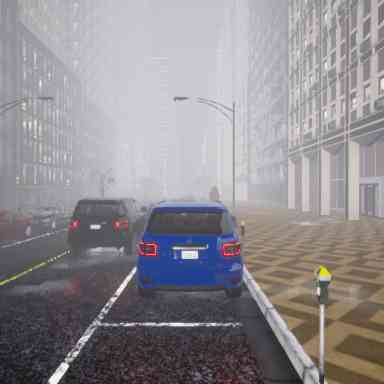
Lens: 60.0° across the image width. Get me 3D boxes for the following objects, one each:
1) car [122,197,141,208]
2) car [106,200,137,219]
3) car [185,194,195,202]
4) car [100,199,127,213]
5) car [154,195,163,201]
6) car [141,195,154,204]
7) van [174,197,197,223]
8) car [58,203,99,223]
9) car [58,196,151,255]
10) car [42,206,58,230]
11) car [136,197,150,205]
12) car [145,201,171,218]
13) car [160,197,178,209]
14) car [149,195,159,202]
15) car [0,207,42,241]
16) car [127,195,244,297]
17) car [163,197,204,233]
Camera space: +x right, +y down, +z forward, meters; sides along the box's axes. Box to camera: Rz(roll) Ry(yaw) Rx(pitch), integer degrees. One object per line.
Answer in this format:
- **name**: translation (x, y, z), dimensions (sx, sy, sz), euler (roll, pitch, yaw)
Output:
- **car**: translation (-8.843, 1.541, 49.090), dimensions (2.008, 1.369, 4.403), euler (-1, 0, 0)
- **car**: translation (-6.241, 1.520, 30.032), dimensions (1.812, 1.442, 4.674), euler (0, 0, 0)
- **car**: translation (-0.465, 1.298, 77.509), dimensions (2.192, 1.841, 5.009), euler (-1, 0, 0)
- **car**: translation (-8.844, 1.544, 37.723), dimensions (2.008, 1.369, 4.403), euler (-1, 0, 0)
- **car**: translation (-8.844, 1.545, 88.876), dimensions (1.947, 1.339, 4.313), euler (-1, 0, 0)
- **car**: translation (-8.845, 1.427, 66.141), dimensions (1.967, 1.590, 4.097), euler (-1, 0, 0)
- **van**: translation (-0.465, 1.336, 26.356), dimensions (1.690, 1.788, 3.998), euler (-1, 0, 0)
- **car**: translation (-8.843, 1.577, 26.356), dimensions (1.802, 1.307, 4.206), euler (-1, 0, 0)
- **car**: translation (-3.145, 1.220, 13.476), dimensions (2.150, 2.045, 5.566), euler (0, 0, 0)
- **car**: translation (-8.844, 1.547, 20.672), dimensions (2.008, 1.369, 4.403), euler (-1, 0, 0)
- **car**: translation (-8.843, 1.570, 60.458), dimensions (1.802, 1.307, 4.206), euler (-1, 0, 0)
- **car**: translation (-3.053, 1.558, 30.624), dimensions (1.994, 1.385, 4.181), euler (0, 0, 0)
- **car**: translation (-3.052, 1.483, 45.666), dimensions (2.128, 1.511, 4.902), euler (0, 0, 0)
- **car**: translation (-8.844, 1.509, 77.339), dimensions (1.752, 1.417, 4.829), euler (-1, 0, 0)
- **car**: translation (-8.843, 1.542, 14.989), dimensions (1.887, 1.381, 4.507), euler (-1, 0, 0)
- **car**: translation (-0.039, 1.226, 8.681), dimensions (2.150, 2.045, 5.566), euler (0, 0, 0)
- **car**: translation (-0.465, 1.311, 20.672), dimensions (2.192, 1.841, 5.009), euler (-1, 0, 0)
